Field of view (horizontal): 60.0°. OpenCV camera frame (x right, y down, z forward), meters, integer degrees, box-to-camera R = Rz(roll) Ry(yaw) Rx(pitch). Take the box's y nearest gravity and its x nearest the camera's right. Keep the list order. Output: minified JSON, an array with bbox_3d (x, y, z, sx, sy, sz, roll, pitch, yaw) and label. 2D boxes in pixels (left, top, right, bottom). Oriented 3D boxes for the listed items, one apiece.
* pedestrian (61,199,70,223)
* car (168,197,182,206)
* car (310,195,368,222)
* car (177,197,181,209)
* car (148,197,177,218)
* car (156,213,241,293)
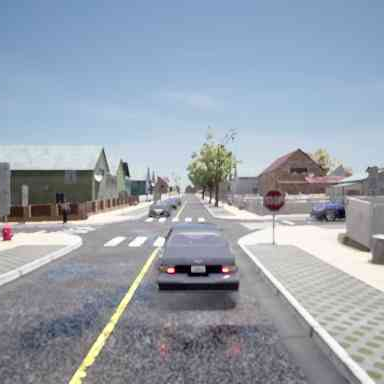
[{"bbox_3d":[-9.673,1.443,25.300,0.375,1.860,0.375,0,0,0],"label":"pedestrian"},{"bbox_3d":[-2.785,1.521,54.211,1.994,1.385,4.181,0,0,0],"label":"car"},{"bbox_3d":[10.406,1.051,22.567,4.553,1.767,2.097,-2,-1,2],"label":"car"},{"bbox_3d":[-2.809,1.517,42.608,2.033,1.411,5.357,0,0,0],"label":"car"},{"bbox_3d":[-2.824,1.471,30.294,2.128,1.511,4.902,0,0,0],"label":"car"},{"bbox_3d":[0.080,1.543,8.972,2.033,1.411,5.357,0,0,-1],"label":"car"}]
